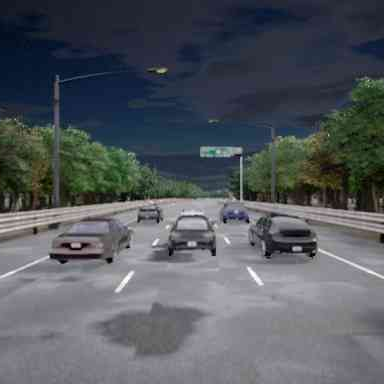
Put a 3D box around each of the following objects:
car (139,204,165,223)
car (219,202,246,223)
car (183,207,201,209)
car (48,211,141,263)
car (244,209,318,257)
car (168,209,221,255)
[{"bbox_3d":[-3.482,1.803,28.513,2.128,1.511,4.902,0,-1,0],"label":"car"},{"bbox_3d":[3.518,1.660,28.425,2.097,1.767,4.553,0,-1,0],"label":"car"},{"bbox_3d":[0.015,1.909,28.258,1.895,1.301,4.718,0,-1,0],"label":"car"},{"bbox_3d":[-3.492,1.681,12.526,2.033,1.411,5.357,0,-1,0],"label":"car"},{"bbox_3d":[3.518,1.651,13.511,1.837,1.490,4.892,0,0,0],"label":"car"},{"bbox_3d":[0.022,1.673,13.907,1.812,1.442,4.674,0,0,0],"label":"car"}]
